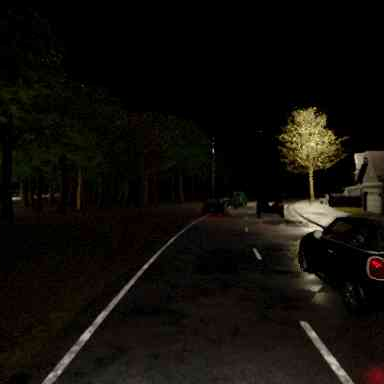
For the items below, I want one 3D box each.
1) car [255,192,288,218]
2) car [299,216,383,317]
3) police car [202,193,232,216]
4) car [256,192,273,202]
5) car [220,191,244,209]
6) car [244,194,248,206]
[{"bbox_3d":[6.687,1.047,28.606,2.150,2.045,5.566,0,0,11],"label":"car"},{"bbox_3d":[3.959,1.321,7.519,2.097,1.767,4.553,0,0,3],"label":"car"},{"bbox_3d":[2.198,1.233,30.251,1.930,1.638,5.238,0,0,12],"label":"police car"},{"bbox_3d":[13.588,0.907,62.122,2.097,1.767,4.553,0,1,24],"label":"car"},{"bbox_3d":[4.519,0.956,39.846,2.150,2.045,5.566,0,0,15],"label":"car"},{"bbox_3d":[6.217,0.911,45.572,2.150,2.045,5.566,0,0,18],"label":"car"}]
